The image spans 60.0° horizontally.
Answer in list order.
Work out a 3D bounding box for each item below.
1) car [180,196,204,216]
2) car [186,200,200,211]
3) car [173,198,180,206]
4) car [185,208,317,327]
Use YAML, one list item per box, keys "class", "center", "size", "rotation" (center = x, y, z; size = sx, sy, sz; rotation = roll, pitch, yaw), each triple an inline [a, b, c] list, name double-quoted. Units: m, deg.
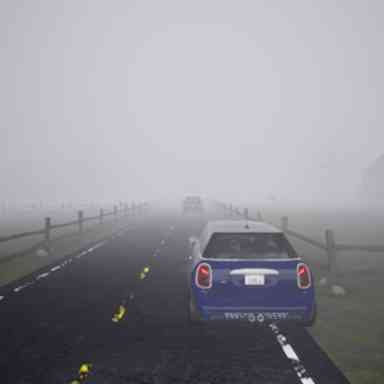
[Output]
- class: "car"
  center: [0.114, 1.452, 35.330]
  size: [2.150, 2.045, 5.566]
  rotation: [0, 0, 0]
- class: "car"
  center: [0.104, 1.832, 45.973]
  size: [1.812, 1.442, 4.674]
  rotation: [0, 0, 0]
- class: "car"
  center: [-2.675, 1.937, 65.020]
  size: [2.128, 1.511, 4.902]
  rotation: [0, 0, 0]
- class: "car"
  center: [0.975, 1.396, 7.293]
  size: [2.097, 1.767, 4.553]
  rotation: [0, 0, 0]
